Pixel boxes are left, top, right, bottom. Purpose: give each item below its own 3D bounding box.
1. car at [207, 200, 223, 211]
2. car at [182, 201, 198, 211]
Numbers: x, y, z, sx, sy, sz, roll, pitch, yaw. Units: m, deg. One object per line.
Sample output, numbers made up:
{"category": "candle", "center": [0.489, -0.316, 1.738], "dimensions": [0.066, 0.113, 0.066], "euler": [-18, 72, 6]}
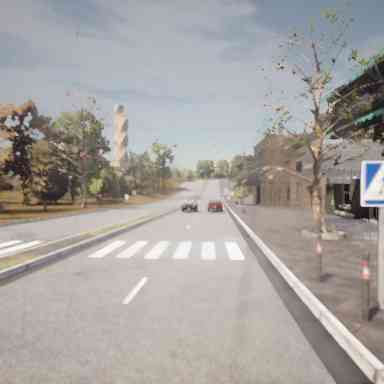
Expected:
{"category": "car", "center": [3.087, 1.743, 44.376], "dimensions": [1.882, 1.535, 5.008], "euler": [0, -1, 4]}
{"category": "car", "center": [-0.221, 1.841, 43.711], "dimensions": [1.895, 1.301, 4.718], "euler": [0, 0, 4]}
